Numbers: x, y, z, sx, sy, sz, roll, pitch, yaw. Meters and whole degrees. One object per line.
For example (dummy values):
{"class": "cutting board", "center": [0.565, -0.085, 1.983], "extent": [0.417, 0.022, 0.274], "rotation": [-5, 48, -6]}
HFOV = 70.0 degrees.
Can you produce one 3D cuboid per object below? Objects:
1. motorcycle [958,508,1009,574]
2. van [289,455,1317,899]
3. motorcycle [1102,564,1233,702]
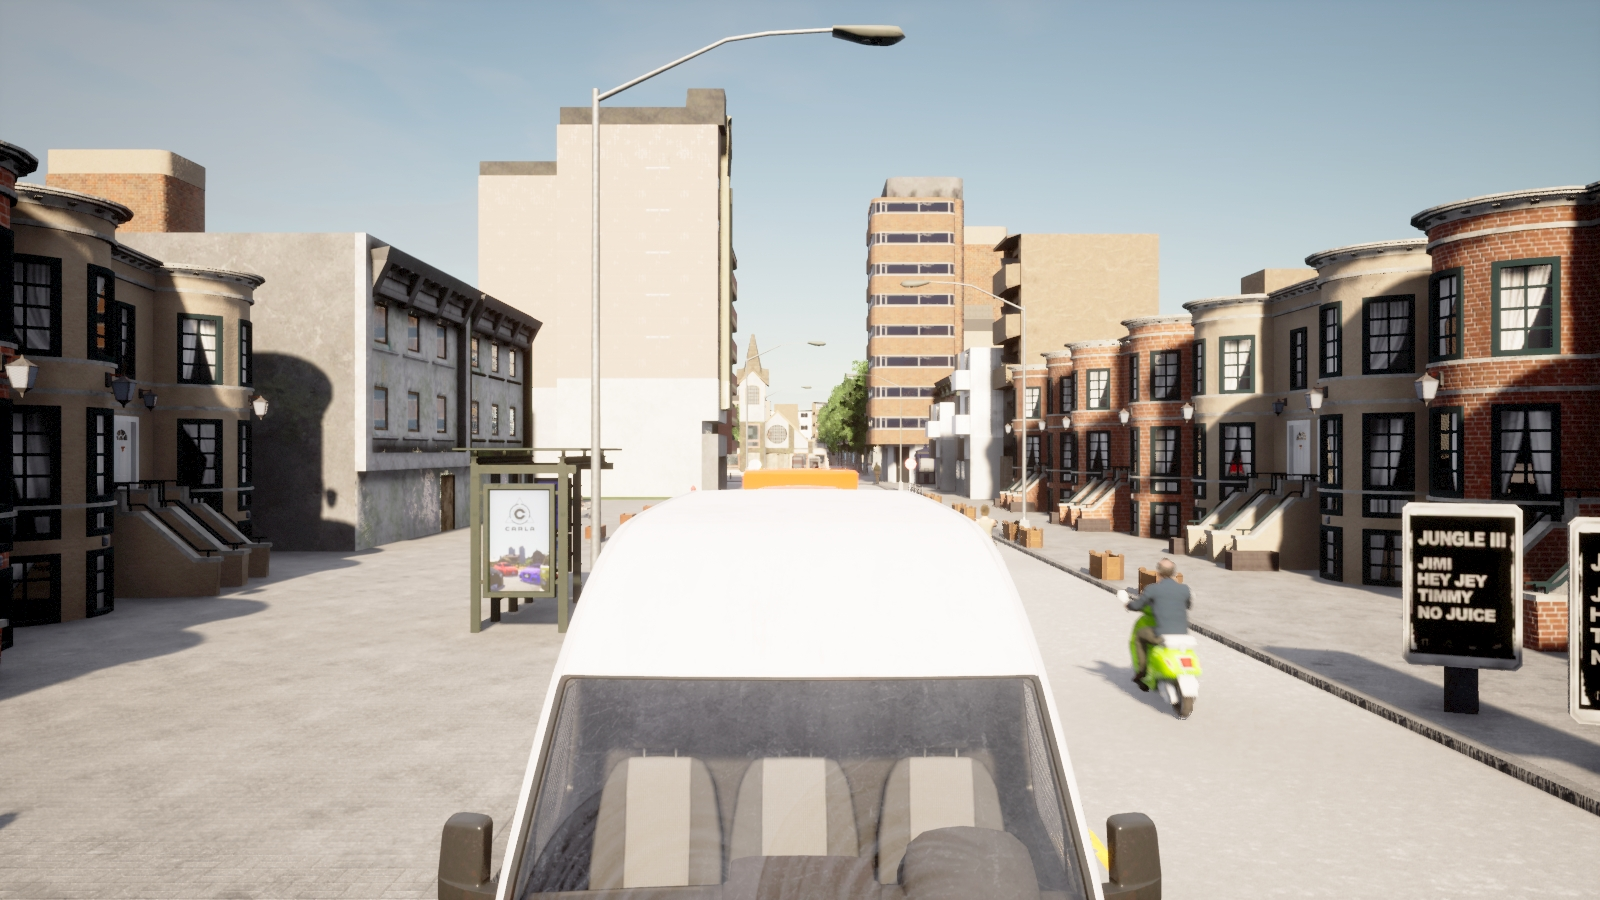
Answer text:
{"class": "motorcycle", "center": [4.006, 1.960, 25.110], "extent": [0.764, 1.277, 2.356], "rotation": [0, 0, 0]}
{"class": "van", "center": [0.007, 1.317, 5.167], "extent": [1.988, 2.561, 5.915], "rotation": [0, 0, 0]}
{"class": "motorcycle", "center": [4.002, 1.967, 12.603], "extent": [0.856, 1.236, 1.805], "rotation": [0, 0, 0]}
